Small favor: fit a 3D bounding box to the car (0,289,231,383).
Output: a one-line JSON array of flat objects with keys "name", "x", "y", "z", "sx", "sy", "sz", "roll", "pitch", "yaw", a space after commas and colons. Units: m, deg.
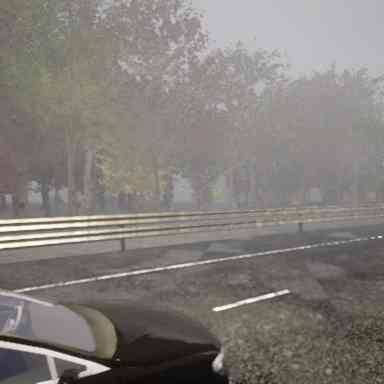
[{"name": "car", "x": -1.878, "y": 1.487, "z": 2.348, "sx": 4.902, "sy": 1.511, "sz": 2.128, "roll": 0, "pitch": 0, "yaw": -35}]
